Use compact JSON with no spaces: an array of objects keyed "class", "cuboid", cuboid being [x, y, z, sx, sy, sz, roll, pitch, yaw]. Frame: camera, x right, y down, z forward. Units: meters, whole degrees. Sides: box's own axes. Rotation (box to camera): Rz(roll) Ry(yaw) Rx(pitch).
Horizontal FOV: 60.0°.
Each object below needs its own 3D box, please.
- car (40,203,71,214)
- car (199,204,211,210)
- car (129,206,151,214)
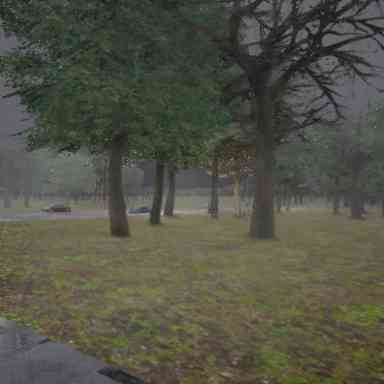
[{"class":"car","cuboid":[-21.839,2.540,53.226,2.097,1.767,4.553,1,-2,36]},{"class":"car","cuboid":[3.702,3.967,88.671,1.812,1.442,4.674,1,-1,36]},{"class":"car","cuboid":[-8.844,3.219,59.288,2.033,1.411,5.357,1,-1,36]}]
